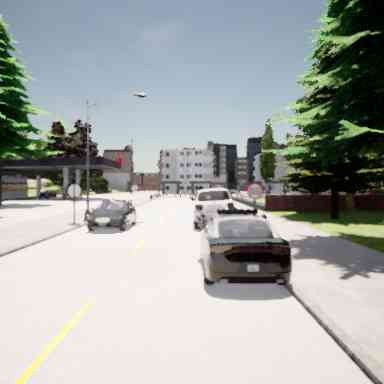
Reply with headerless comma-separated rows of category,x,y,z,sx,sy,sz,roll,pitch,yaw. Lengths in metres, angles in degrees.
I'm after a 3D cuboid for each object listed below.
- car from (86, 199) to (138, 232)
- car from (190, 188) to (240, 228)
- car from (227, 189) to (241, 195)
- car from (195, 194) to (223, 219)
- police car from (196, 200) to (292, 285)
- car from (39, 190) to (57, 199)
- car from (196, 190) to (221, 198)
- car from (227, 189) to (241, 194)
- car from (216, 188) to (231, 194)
car,-4.099,1.158,17.647,2.128,1.511,4.902,0,1,0
car,1.134,0.813,19.051,2.150,2.045,5.566,-3,1,0
car,11.113,0.021,87.821,2.038,1.542,4.974,1,1,30
car,1.186,0.980,25.215,1.801,1.575,5.366,0,1,0
police car,1.202,1.251,9.137,1.930,1.638,5.238,0,1,0
car,-23.930,0.373,55.206,1.845,1.501,3.633,0,1,0
car,3.132,0.379,63.078,4.181,1.385,1.994,0,1,-23
car,11.087,-0.136,87.773,1.853,1.218,4.536,1,1,30
car,8.316,-0.229,88.160,3.633,1.501,1.845,0,1,11
